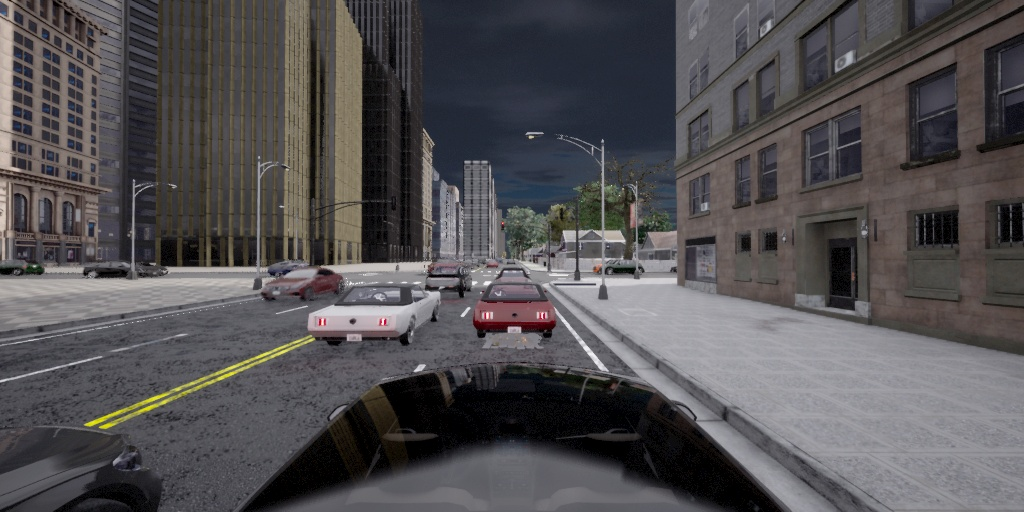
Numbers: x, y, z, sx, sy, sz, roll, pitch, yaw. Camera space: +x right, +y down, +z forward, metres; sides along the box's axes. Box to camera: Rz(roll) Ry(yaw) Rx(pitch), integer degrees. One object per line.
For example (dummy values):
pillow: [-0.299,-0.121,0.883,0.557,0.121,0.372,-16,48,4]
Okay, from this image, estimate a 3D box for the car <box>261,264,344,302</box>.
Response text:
car: [-9.793,1.277,17.268,1.812,1.442,4.674,0,0,1]

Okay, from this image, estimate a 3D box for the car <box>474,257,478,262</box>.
car: [-6.718,1.258,54.417,1.837,1.490,4.892,0,0,0]

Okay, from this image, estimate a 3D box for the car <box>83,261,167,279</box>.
car: [-32.894,1.184,30.318,5.008,1.535,1.882,0,-1,-5]

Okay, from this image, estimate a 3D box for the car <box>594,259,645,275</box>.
car: [11.519,1.124,37.947,4.553,1.767,2.097,0,-1,0]

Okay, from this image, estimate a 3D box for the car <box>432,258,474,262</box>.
car: [-6.887,1.110,39.335,4.553,1.767,2.097,0,0,-41]

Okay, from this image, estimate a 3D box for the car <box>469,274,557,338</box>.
car: [0.061,1.351,10.147,1.895,1.301,4.718,0,0,0]

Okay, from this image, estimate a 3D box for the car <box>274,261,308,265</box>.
car: [-18.125,1.305,30.889,4.718,1.301,1.895,0,-1,2]

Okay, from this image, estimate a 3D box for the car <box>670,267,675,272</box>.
car: [21.115,1.353,41.158,5.357,1.411,2.033,0,-1,0]

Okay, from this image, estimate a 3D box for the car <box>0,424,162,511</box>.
car: [-3.143,1.275,0.286,1.812,1.442,4.674,0,0,0]

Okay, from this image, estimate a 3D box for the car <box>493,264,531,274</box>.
car: [0.055,1.316,18.904,1.994,1.385,4.181,0,0,0]

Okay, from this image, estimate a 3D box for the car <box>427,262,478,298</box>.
car: [-3.192,1.243,18.682,2.128,1.511,4.902,0,0,0]

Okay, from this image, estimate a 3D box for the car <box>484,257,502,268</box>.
car: [-3.311,1.317,63.236,1.994,1.385,4.181,0,0,0]

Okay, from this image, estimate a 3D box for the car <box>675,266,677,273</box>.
car: [20.476,1.264,37.910,4.902,1.511,2.128,0,-1,0]

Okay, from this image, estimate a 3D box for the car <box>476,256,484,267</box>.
car: [-6.715,1.258,64.556,1.837,1.490,4.892,0,0,0]

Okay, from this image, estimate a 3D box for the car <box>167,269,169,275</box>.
car: [-34.992,1.241,33.404,4.892,1.490,1.837,1,-1,-5]

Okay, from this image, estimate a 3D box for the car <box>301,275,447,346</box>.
car: [-3.173,1.352,9.428,1.895,1.301,4.718,0,0,0]
